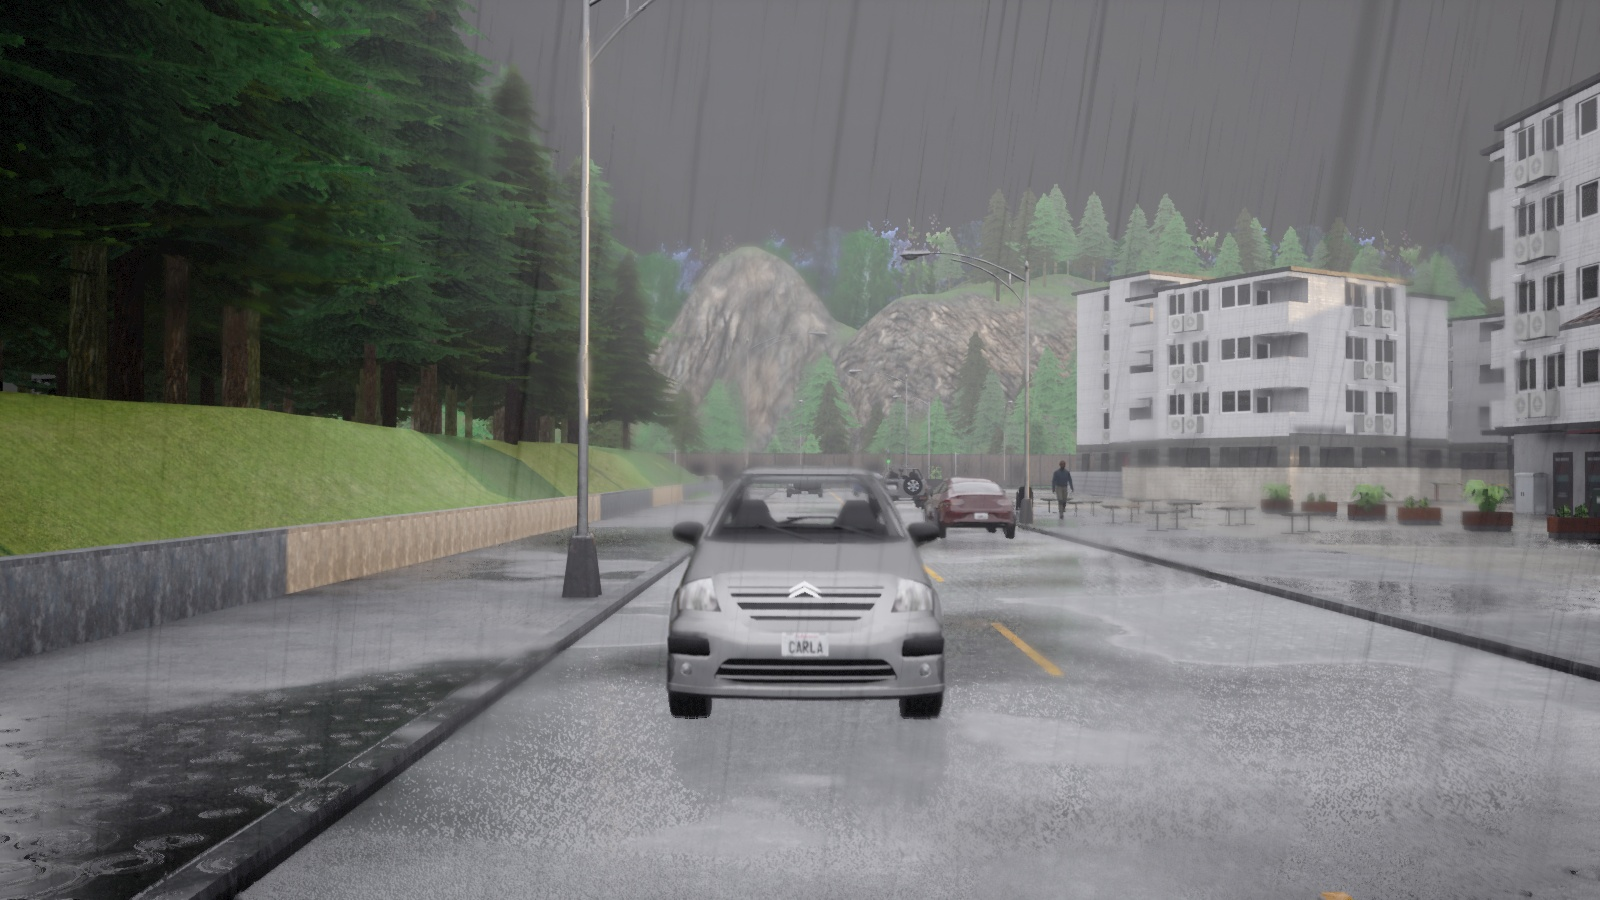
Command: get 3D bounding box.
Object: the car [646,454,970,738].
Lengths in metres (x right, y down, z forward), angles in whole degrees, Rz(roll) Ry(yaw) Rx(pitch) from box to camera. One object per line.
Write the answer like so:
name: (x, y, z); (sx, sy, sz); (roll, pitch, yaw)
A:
car: (0.051, 0.866, 9.178); (1.851, 1.617, 3.988); (0, -1, 0)

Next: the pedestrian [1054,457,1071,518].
pedestrian: (7.990, 1.134, 38.279); (0.370, 1.835, 0.726); (0, -1, 1)

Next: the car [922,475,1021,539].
car: (4.139, 1.342, 30.958); (1.812, 1.442, 4.674); (0, -1, 0)

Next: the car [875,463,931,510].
car: (4.222, 1.487, 52.120); (1.932, 1.855, 4.605); (0, -1, 0)
